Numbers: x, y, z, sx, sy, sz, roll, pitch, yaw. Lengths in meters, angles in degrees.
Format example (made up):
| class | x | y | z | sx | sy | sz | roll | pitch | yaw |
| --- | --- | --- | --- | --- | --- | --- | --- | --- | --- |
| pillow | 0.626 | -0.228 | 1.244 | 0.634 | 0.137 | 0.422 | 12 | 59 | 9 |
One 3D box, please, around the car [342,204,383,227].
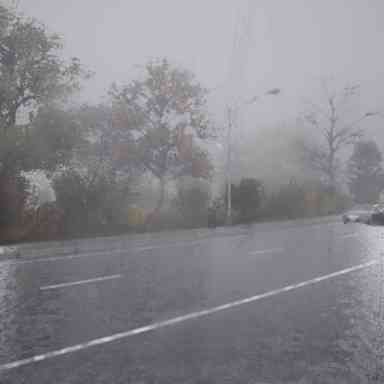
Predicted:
| class | x | y | z | sx | sy | sz | roll | pitch | yaw |
| --- | --- | --- | --- | --- | --- | --- | --- | --- | --- |
| car | 12.678 | 1.607 | 24.251 | 4.902 | 1.511 | 2.128 | 0 | 0 | -44 |
